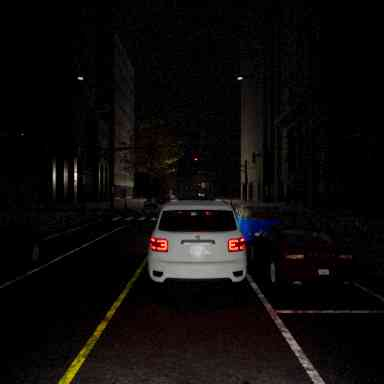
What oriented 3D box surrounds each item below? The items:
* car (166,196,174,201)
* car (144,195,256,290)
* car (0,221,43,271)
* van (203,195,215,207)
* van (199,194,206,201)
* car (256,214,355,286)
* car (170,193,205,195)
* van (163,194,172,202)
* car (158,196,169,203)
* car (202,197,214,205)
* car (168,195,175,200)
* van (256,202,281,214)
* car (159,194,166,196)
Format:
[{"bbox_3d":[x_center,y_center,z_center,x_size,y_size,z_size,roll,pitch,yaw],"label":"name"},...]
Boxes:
[{"bbox_3d":[-5.831,1.645,89.643,1.947,1.339,4.313,0,0,0],"label":"car"},{"bbox_3d":[0.102,1.223,9.198,2.150,2.045,5.566,0,0,0],"label":"car"},{"bbox_3d":[-5.784,1.546,9.237,1.887,1.381,4.507,0,0,0],"label":"car"},{"bbox_3d":[2.724,1.371,52.735,1.690,1.788,3.998,0,0,0],"label":"van"},{"bbox_3d":[2.699,1.413,85.214,1.690,1.788,3.998,0,0,0],"label":"van"},{"bbox_3d":[2.771,1.546,9.225,1.887,1.381,4.507,0,0,0],"label":"car"},{"bbox_3d":[0.084,1.227,19.559,2.150,2.045,5.566,0,0,0],"label":"car"},{"bbox_3d":[-5.822,1.404,79.066,1.690,1.788,3.998,0,0,0],"label":"van"},{"bbox_3d":[-5.814,1.599,68.488,2.008,1.369,4.403,0,0,0],"label":"car"},{"bbox_3d":[2.719,1.601,58.148,1.947,1.339,4.313,0,0,0],"label":"car"},{"bbox_3d":[-5.835,1.613,94.763,1.752,1.417,4.829,0,0,0],"label":"car"},{"bbox_3d":[2.768,1.344,14.750,1.690,1.788,3.998,0,0,0],"label":"van"},{"bbox_3d":[-5.806,1.580,57.910,1.887,1.381,4.507,0,0,0],"label":"car"}]
